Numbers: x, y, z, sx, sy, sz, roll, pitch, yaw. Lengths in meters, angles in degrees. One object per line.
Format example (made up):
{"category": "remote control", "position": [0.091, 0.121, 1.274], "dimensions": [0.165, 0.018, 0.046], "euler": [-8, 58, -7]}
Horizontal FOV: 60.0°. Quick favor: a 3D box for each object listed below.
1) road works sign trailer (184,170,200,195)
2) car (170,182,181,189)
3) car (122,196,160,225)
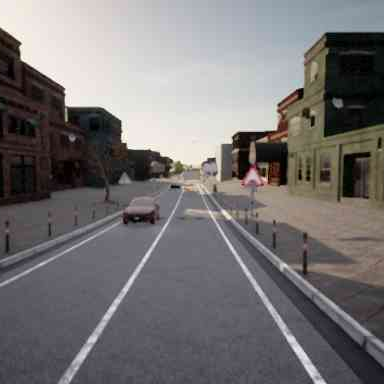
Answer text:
{"category": "road works sign trailer", "position": [-0.031, -1.451, 48.981], "dimensions": [2.380, 3.560, 2.880], "euler": [0, 4, 0]}
{"category": "car", "position": [-3.062, -1.204, 62.470], "dimensions": [1.895, 1.301, 4.718], "euler": [0, 4, 1]}
{"category": "car", "position": [-3.107, 1.069, 21.144], "dimensions": [1.882, 1.535, 5.008], "euler": [0, 3, 0]}
